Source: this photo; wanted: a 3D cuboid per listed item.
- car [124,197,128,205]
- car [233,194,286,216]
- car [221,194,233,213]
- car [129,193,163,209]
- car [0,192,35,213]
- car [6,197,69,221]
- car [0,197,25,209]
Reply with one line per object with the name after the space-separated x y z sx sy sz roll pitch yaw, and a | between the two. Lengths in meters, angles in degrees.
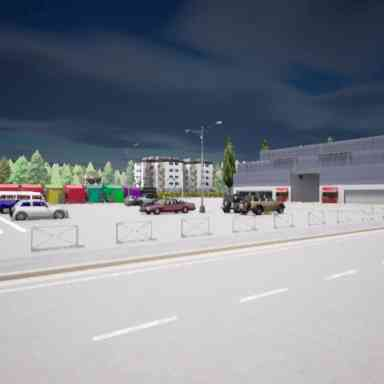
-8.379 1.348 50.663 3.806 1.475 1.970 0 0 -35 | car
6.282 1.109 29.905 4.605 1.855 1.932 0 0 -35 | car
4.654 1.112 32.299 3.866 1.878 1.905 0 0 -35 | car
-6.715 1.109 48.294 3.866 1.878 1.905 0 0 -35 | car
-21.002 1.104 38.154 4.605 1.855 1.932 0 0 -35 | car
-11.165 1.348 24.415 3.806 1.475 1.970 0 0 -35 | car
-22.624 1.314 40.555 3.905 1.438 1.784 0 0 -35 | car
